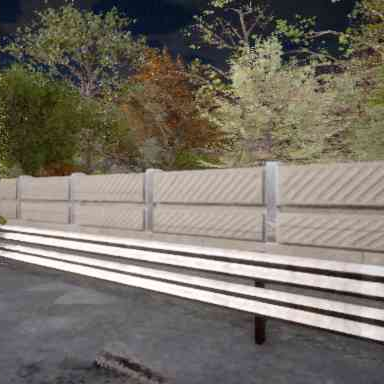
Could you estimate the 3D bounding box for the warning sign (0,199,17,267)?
[{"bbox_3d":[-5.848,1.150,9.326,1.060,1.860,1.300,0,0,35],"label":"warning sign"}]
